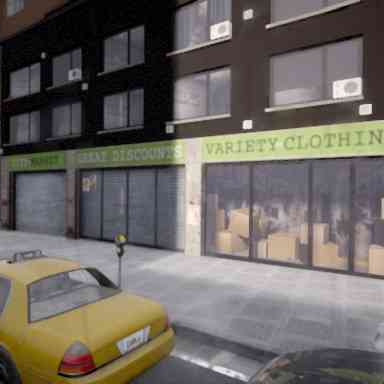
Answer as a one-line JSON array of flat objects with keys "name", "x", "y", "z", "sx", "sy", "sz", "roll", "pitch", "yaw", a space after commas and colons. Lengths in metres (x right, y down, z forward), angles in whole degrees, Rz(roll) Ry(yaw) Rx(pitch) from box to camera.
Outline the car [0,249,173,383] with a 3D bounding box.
[{"name": "car", "x": -2.509, "y": 1.517, "z": 4.801, "sx": 4.829, "sy": 1.417, "sz": 1.752, "roll": 0, "pitch": 1, "yaw": 35}]

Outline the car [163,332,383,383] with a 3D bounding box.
[{"name": "car", "x": 2.230, "y": 1.552, "z": 1.534, "sx": 4.403, "sy": 1.369, "sz": 2.008, "roll": 0, "pitch": 1, "yaw": 35}]
